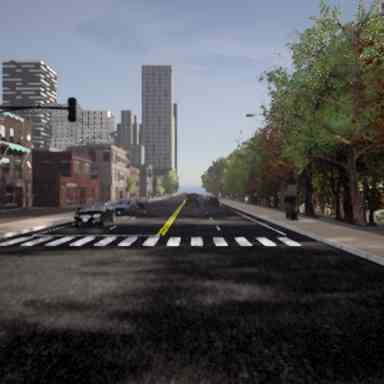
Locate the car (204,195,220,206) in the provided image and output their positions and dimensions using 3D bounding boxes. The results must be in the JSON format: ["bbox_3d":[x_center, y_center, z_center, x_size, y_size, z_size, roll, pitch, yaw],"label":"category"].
[{"bbox_3d":[3.314,1.407,53.131,1.882,1.535,5.008,0,0,0],"label":"car"}]

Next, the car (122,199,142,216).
[{"bbox_3d":[-6.625,1.505,32.895,2.033,1.411,5.357,0,0,0],"label":"car"}]

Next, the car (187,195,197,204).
[{"bbox_3d":[-0.023,1.390,64.571,1.882,1.535,5.008,0,0,0],"label":"car"}]

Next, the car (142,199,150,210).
[{"bbox_3d":[-6.621,1.544,43.006,1.895,1.301,4.718,0,0,0],"label":"car"}]

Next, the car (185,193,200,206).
[{"bbox_3d":[0.065,1.149,53.984,2.150,2.045,5.566,0,0,0],"label":"car"}]

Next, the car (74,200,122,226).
[{"bbox_3d":[-6.610,1.462,23.093,2.128,1.511,4.902,0,0,0],"label":"car"}]
